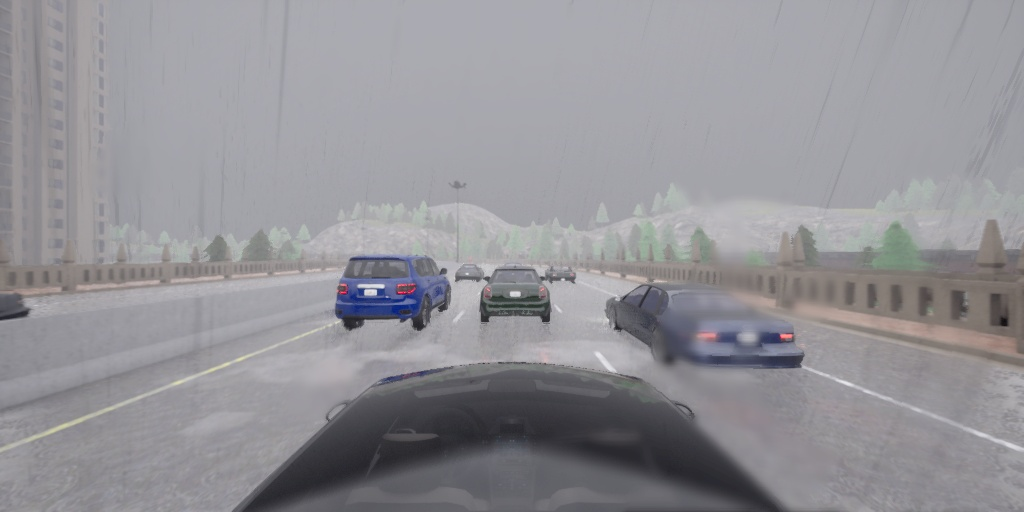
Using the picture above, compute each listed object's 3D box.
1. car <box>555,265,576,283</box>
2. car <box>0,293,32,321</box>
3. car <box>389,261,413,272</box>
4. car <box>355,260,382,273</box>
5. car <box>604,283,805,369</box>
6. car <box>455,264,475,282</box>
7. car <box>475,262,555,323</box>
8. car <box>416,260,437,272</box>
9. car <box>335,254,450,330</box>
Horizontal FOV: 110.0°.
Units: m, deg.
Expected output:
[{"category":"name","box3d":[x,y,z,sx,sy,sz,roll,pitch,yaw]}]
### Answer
[{"category":"car","box3d":[3.588,1.367,27.418,1.895,1.301,4.718,0,0,0]},{"category":"car","box3d":[-14.102,1.296,7.351,2.033,1.411,5.357,0,0,0]},{"category":"car","box3d":[-14.812,1.366,48.113,2.033,1.411,5.357,0,0,-6]},{"category":"car","box3d":[-18.094,1.288,45.399,1.882,1.535,5.008,0,0,-5]},{"category":"car","box3d":[3.591,1.298,7.965,2.033,1.411,5.357,0,0,0]},{"category":"car","box3d":[-3.413,1.333,29.295,1.994,1.385,4.181,0,0,0]},{"category":"car","box3d":[0.095,1.102,12.316,2.097,1.767,4.553,0,0,0]},{"category":"car","box3d":[-11.325,1.310,47.940,2.128,1.511,4.902,0,0,-7]},{"category":"car","box3d":[-3.405,0.971,11.314,2.150,2.045,5.566,0,0,0]}]
